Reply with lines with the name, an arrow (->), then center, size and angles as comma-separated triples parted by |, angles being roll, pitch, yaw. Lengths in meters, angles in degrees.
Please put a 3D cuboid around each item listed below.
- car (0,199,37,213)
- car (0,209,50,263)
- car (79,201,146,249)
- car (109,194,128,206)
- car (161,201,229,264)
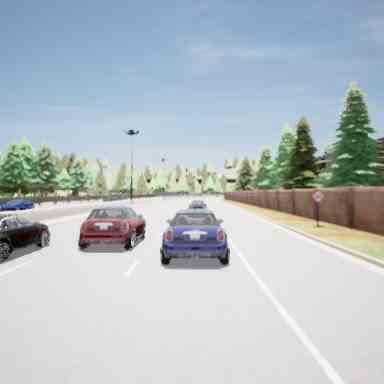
car -> -20.401, 1.580, 39.053 | 1.882, 1.535, 5.008 | 0, 0, 2
car -> -6.889, 1.525, 12.036 | 2.128, 1.511, 4.902 | 0, 0, 1
car -> -3.348, 1.387, 14.862 | 2.097, 1.767, 4.553 | 0, 0, 1
car -> -12.777, 1.363, 57.839 | 2.150, 2.045, 5.566 | 0, 0, -1
car -> 0.115, 1.379, 12.124 | 2.097, 1.767, 4.553 | 0, 0, 1
